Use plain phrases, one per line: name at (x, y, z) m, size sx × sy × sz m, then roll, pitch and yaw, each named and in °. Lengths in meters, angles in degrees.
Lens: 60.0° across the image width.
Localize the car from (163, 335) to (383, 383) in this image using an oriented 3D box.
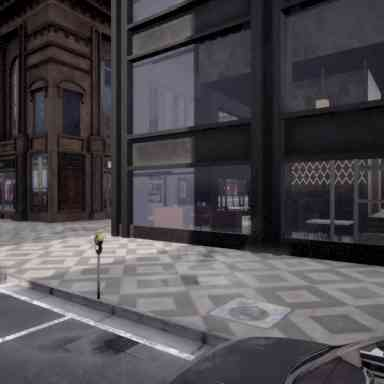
car at (1.685, 1.551, 1.761) m, size 4.403 × 1.369 × 2.008 m, roll 0°, pitch 0°, yaw 36°
